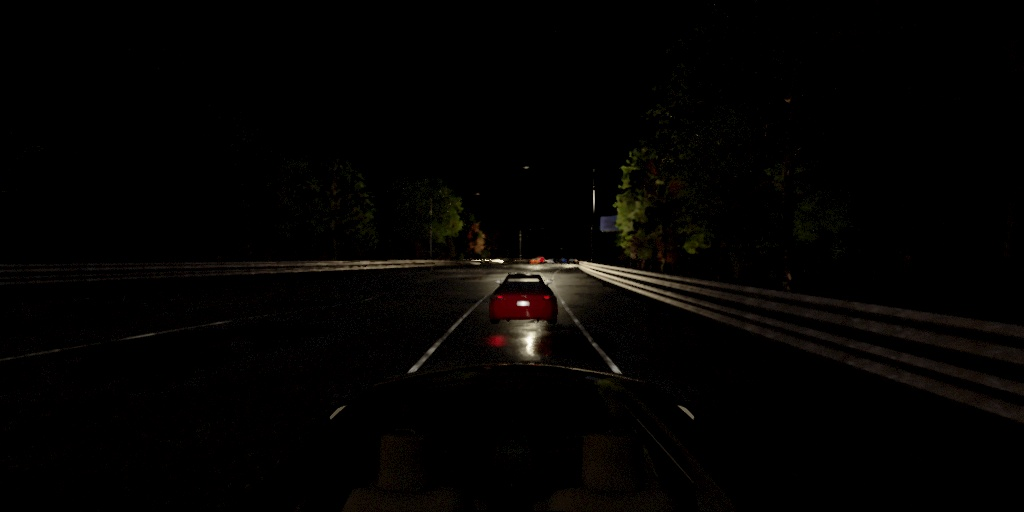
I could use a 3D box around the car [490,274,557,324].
[{"bbox_3d":[0.389,1.266,11.825,1.994,1.385,4.181,0,0,2],"label":"car"}]
